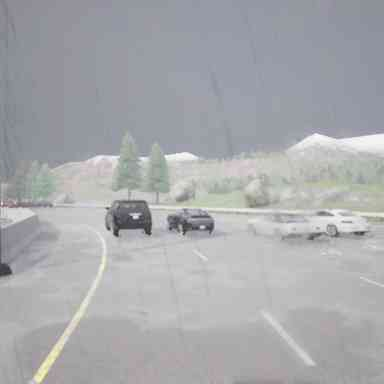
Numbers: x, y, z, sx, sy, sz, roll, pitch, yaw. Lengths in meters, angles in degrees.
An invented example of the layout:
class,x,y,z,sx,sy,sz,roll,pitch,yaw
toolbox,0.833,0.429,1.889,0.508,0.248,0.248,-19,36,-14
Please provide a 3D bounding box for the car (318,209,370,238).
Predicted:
class,x,y,z,sx,sy,sz,roll,pitch,yaw
car,7.789,1.663,18.752,1.812,1.442,4.674,0,-1,-16

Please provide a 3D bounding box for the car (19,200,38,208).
class,x,y,z,sx,sy,sz,roll,pitch,yaw
car,-31.124,2.264,62.031,4.674,1.442,1.812,-1,-1,40

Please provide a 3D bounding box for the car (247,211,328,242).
class,x,y,z,sx,sy,sz,roll,pitch,yaw
car,4.592,1.749,17.316,1.895,1.301,4.718,0,-1,-16

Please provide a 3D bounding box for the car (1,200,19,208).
class,x,y,z,sx,sy,sz,roll,pitch,yaw
car,-33.348,2.249,59.328,4.553,1.767,2.097,-1,-1,40

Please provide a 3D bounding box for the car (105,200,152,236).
class,x,y,z,sx,sy,sz,roll,pitch,yaw
car,-4.000,1.478,20.513,2.150,2.045,5.566,0,-1,-21

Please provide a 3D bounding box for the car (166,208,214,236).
class,x,y,z,sx,sy,sz,roll,pitch,yaw
car,-0.229,1.711,20.169,2.128,1.511,4.902,0,-1,-19

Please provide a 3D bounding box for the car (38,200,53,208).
class,x,y,z,sx,sy,sz,roll,pitch,yaw
car,-28.876,2.301,64.713,4.181,1.385,1.994,-1,-1,40
